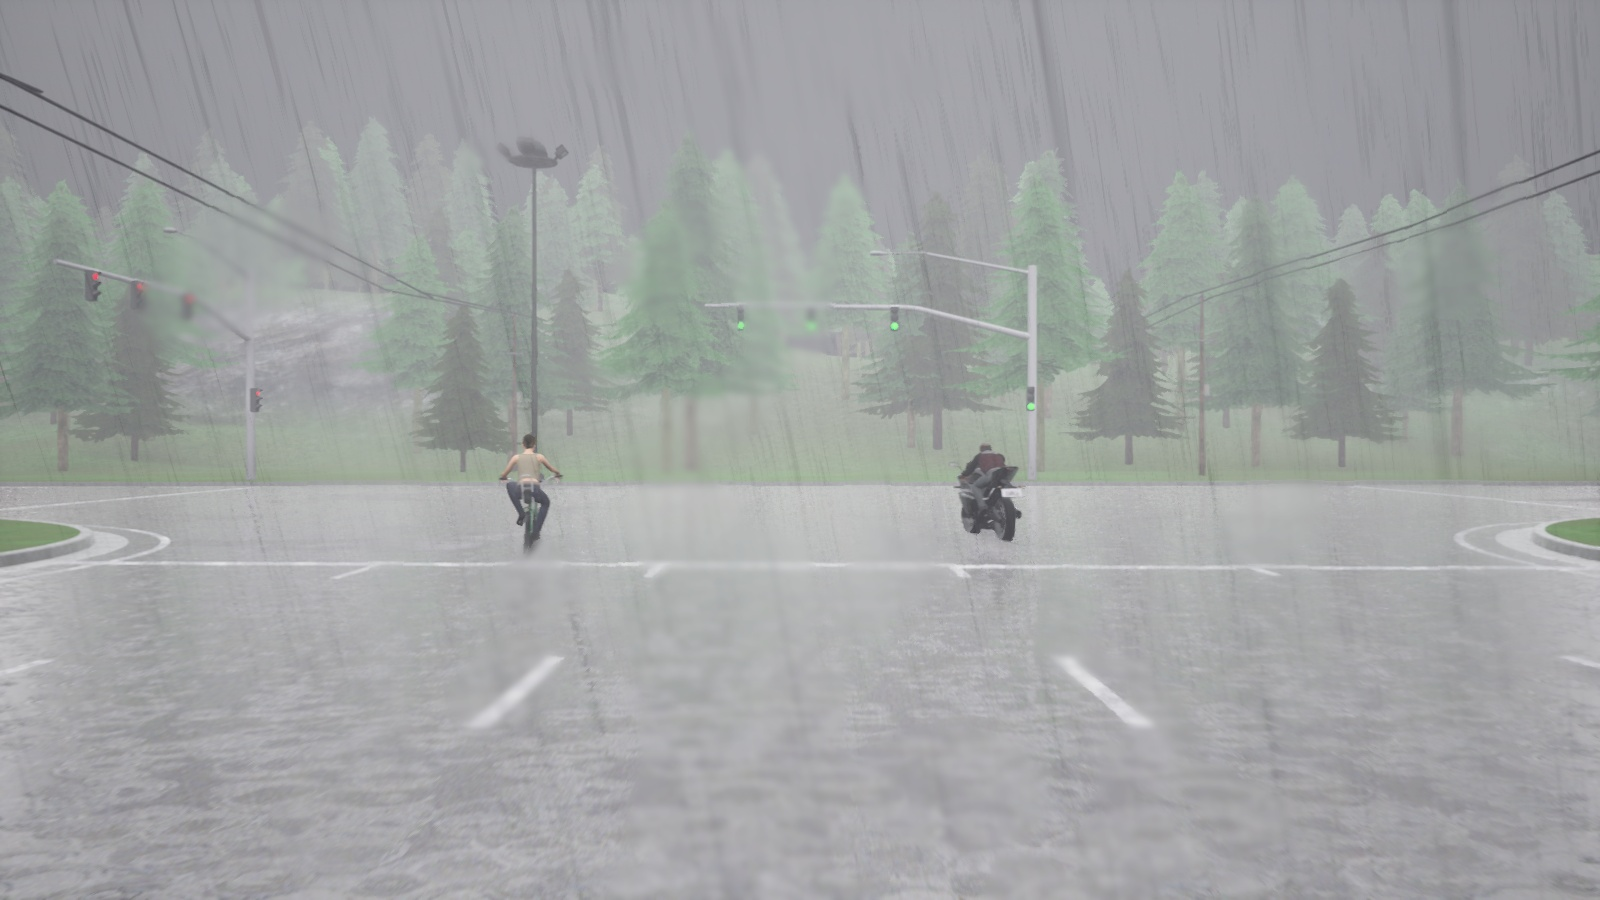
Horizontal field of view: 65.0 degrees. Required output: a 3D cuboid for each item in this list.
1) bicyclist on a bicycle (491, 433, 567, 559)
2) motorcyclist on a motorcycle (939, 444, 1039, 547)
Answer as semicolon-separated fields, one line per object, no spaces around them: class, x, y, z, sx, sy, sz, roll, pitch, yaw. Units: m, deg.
bicyclist on a bicycle;-3.651;0.584;17.012;0.866;1.612;1.509;-1;0;-8
motorcyclist on a motorcycle;2.966;0.671;19.950;0.866;1.530;2.191;-1;0;-11
